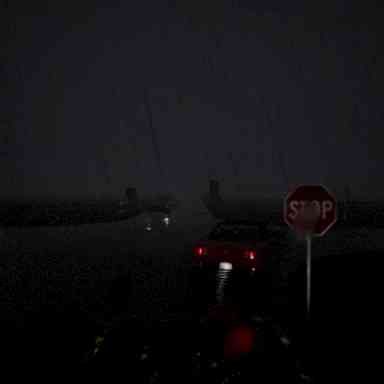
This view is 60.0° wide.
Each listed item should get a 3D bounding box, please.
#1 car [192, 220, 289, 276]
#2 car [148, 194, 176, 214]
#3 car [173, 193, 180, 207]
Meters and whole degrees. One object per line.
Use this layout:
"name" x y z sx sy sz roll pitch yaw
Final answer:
"car" 1.732 1.520 10.223 1.895 1.301 4.718 0 0 23
"car" -2.871 1.201 31.058 1.882 1.535 5.008 0 1 1
"car" -2.830 1.126 41.153 1.837 1.490 4.892 0 1 0
